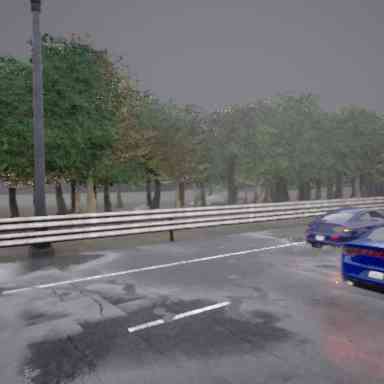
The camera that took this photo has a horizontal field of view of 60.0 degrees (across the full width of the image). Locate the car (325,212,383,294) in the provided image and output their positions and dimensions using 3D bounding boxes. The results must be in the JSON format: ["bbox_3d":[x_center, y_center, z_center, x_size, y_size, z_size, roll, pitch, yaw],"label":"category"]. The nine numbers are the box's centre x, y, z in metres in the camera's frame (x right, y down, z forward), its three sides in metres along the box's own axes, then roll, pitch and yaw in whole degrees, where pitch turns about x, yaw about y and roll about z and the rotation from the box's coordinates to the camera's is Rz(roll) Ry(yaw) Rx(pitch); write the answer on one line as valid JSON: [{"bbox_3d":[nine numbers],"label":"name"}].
[{"bbox_3d":[5.378,1.299,7.430,5.008,1.535,1.882,-2,1,-34],"label":"car"}]

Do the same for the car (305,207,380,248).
[{"bbox_3d":[6.064,1.279,12.135,4.674,1.442,1.812,-2,1,-34],"label":"car"}]
